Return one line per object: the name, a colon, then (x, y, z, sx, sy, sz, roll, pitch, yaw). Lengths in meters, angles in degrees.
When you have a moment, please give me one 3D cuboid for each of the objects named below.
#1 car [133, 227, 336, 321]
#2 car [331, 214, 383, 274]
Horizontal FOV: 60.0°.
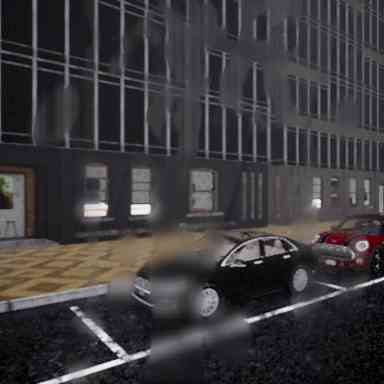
car: (0.888, 1.558, 7.197, 4.403, 1.369, 2.008, 0, 0, -36)
car: (5.522, 1.454, 10.505, 4.097, 1.590, 1.967, 0, 0, -36)
